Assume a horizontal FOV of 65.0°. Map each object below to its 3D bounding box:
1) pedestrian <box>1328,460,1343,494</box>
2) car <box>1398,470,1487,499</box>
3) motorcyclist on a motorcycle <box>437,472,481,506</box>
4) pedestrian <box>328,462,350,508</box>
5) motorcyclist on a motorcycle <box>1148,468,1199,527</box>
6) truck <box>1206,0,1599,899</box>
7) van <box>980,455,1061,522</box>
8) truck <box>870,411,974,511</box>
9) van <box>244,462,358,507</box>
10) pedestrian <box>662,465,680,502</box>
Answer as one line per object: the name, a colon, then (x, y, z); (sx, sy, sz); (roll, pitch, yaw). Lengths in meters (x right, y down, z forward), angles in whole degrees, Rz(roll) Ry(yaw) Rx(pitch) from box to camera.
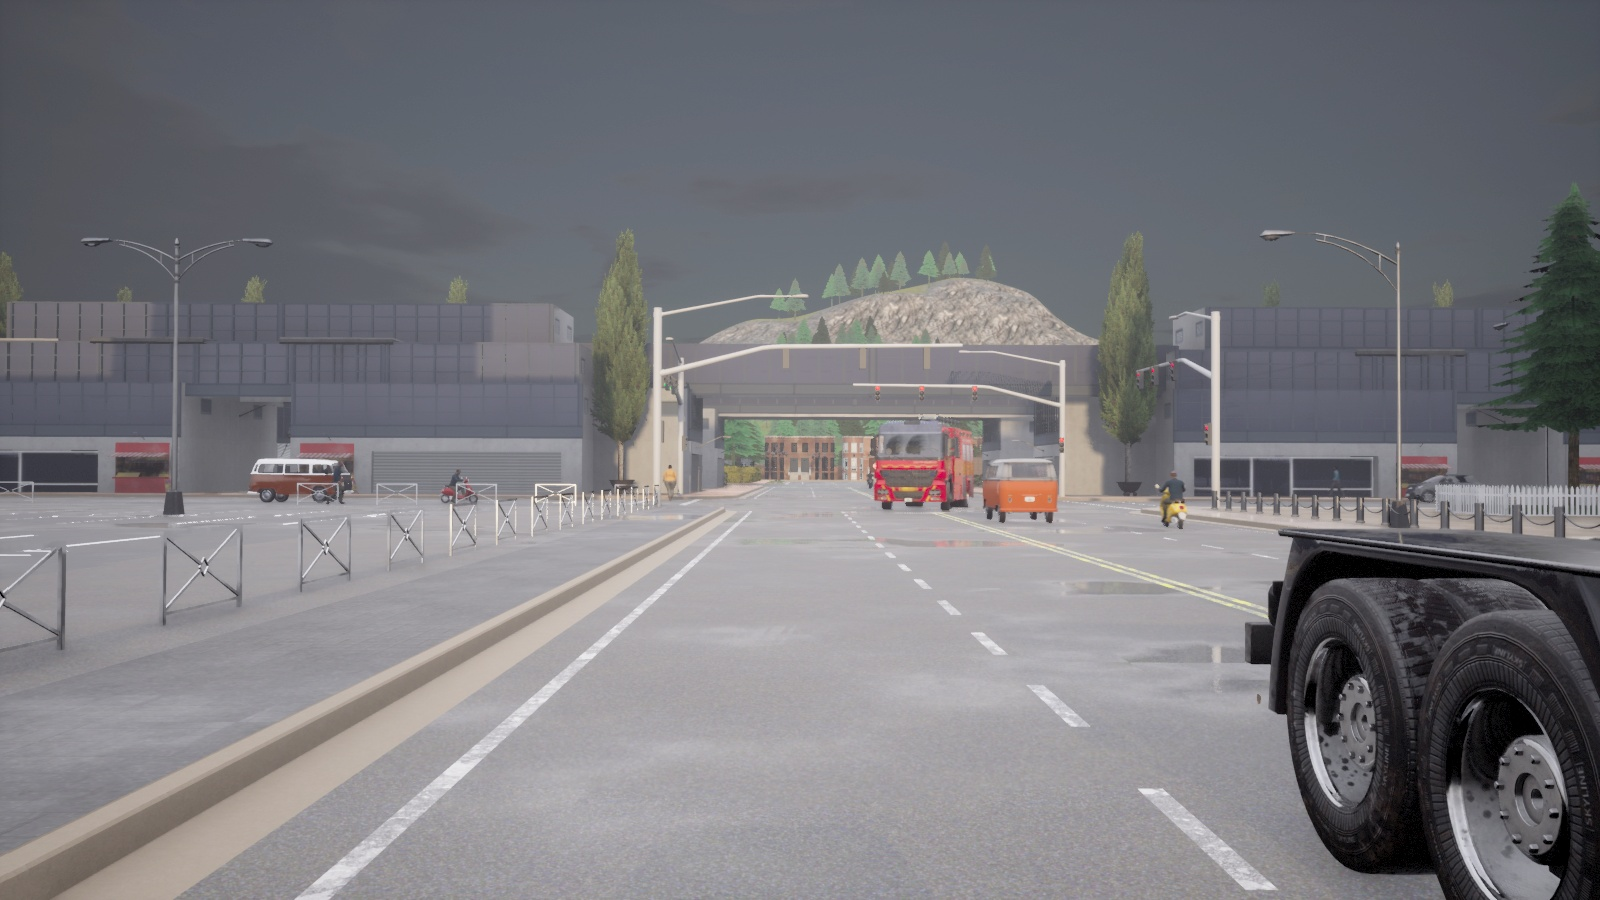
pedestrian: (30.187, 1.538, 70.756); (0.692, 1.930, 0.396); (0, -1, 13)
car: (33.433, 1.790, 65.410); (3.633, 1.501, 1.845); (0, -1, 0)
motorcyclist on a motorcycle: (-15.840, 1.808, 58.317); (1.817, 1.590, 0.866); (0, -1, 1)
pedestrian: (-18.340, 1.384, 50.001); (0.726, 1.842, 0.402); (0, -1, 0)
motorcyclist on a motorcycle: (10.422, 1.315, 35.116); (0.866, 1.590, 1.817); (0, -1, 0)
truck: (3.496, -0.141, 2.331); (2.891, 3.462, 7.936); (0, -1, 0)
van: (6.911, 1.203, 39.836); (1.775, 1.987, 4.442); (0, -1, 0)
truck: (5.271, 0.508, 52.509); (2.891, 3.827, 8.468); (0, -1, 15)
van: (-23.202, 1.611, 58.494); (4.480, 2.038, 2.069); (0, -1, 1)
pedestrian: (-6.595, 1.692, 64.047); (0.874, 1.855, 0.900); (0, -1, -9)
